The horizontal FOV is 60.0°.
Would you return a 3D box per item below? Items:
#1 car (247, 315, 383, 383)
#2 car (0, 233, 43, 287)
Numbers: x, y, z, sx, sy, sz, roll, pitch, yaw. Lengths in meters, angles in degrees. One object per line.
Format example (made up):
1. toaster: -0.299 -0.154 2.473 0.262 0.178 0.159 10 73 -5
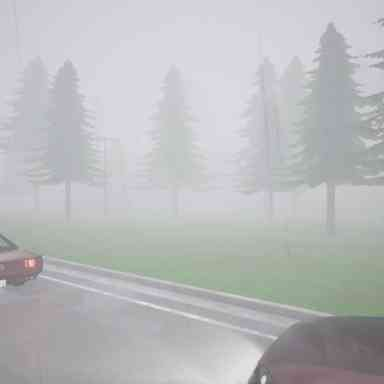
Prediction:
1. car: 2.458 1.564 2.239 4.181 1.385 1.994 0 0 36
2. car: -5.751 1.601 8.085 4.718 1.301 1.895 0 0 35
